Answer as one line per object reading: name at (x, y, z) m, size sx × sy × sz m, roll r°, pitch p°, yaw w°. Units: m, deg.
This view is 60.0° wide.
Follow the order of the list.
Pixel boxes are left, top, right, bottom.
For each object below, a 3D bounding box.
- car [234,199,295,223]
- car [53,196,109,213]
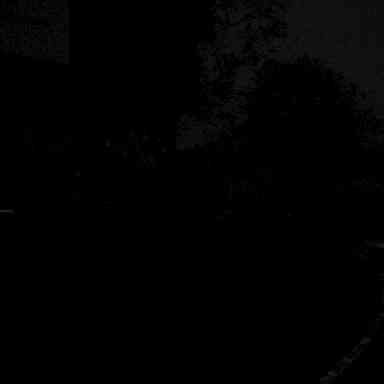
car at (5.090, 1.277, 24.106) m, size 1.882 × 1.535 × 5.008 m, roll 0°, pitch 1°, yaw -34°
car at (-10.113, 1.106, 30.552) m, size 4.902 × 1.511 × 2.128 m, roll 1°, pitch 0°, yaw -5°
